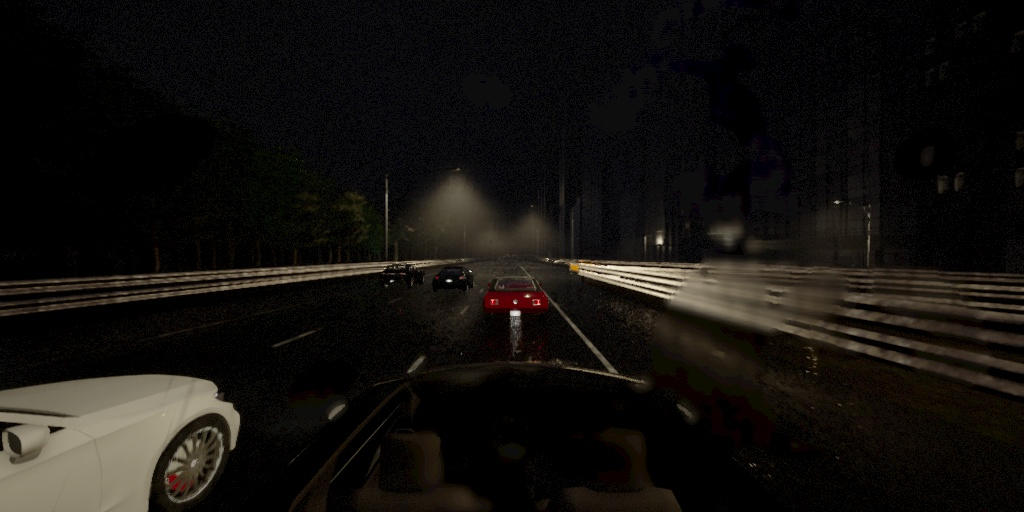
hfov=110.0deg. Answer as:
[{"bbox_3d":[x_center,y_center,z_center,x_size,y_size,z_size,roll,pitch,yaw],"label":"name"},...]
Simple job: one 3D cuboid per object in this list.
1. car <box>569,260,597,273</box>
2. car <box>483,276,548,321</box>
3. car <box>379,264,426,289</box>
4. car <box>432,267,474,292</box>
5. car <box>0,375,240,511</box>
[{"bbox_3d":[8.333,1.252,42.504,1.882,1.535,5.008,0,0,-12],"label":"car"},{"bbox_3d":[0.100,1.347,12.447,1.895,1.301,4.718,0,0,0],"label":"car"},{"bbox_3d":[-6.892,1.237,22.991,2.128,1.511,4.902,0,0,0],"label":"car"},{"bbox_3d":[-3.395,1.309,21.341,1.994,1.385,4.181,0,0,0],"label":"car"},{"bbox_3d":[-3.402,1.276,1.306,1.812,1.442,4.674,0,0,0],"label":"car"}]
